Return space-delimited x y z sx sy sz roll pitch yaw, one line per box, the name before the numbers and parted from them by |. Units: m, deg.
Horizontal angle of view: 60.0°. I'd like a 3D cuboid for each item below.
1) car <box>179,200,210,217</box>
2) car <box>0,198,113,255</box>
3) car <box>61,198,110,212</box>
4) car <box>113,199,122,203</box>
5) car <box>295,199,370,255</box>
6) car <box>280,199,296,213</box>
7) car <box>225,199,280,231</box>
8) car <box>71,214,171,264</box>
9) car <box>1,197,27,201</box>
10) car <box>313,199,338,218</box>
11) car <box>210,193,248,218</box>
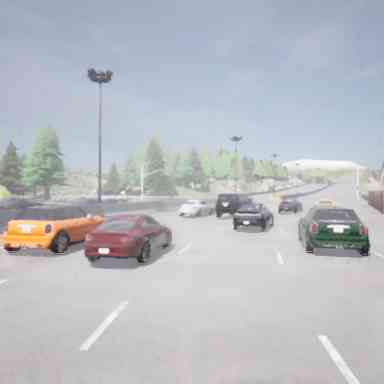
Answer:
car | 0.427 1.435 29.815 1.812 1.442 4.674 0 0 24
car | -5.223 1.290 13.390 2.097 1.767 4.553 0 0 11
car | -11.783 1.385 37.296 2.033 1.411 5.357 0 0 26
car | -8.916 1.419 35.184 1.994 1.385 4.181 0 0 26
car | 5.550 1.332 13.512 2.097 1.767 4.553 0 0 14
car | 10.298 1.425 34.652 2.128 1.511 4.902 0 0 27
car | 3.825 1.443 20.226 2.128 1.511 4.902 0 0 21
car | -2.053 1.481 11.605 1.812 1.442 4.674 0 0 11
car | -17.371 1.391 33.331 1.994 1.385 4.181 0 0 23
car | 12.366 1.432 30.601 1.882 1.535 5.008 0 0 25
car | 3.766 1.147 28.792 2.150 2.045 5.566 0 0 25
